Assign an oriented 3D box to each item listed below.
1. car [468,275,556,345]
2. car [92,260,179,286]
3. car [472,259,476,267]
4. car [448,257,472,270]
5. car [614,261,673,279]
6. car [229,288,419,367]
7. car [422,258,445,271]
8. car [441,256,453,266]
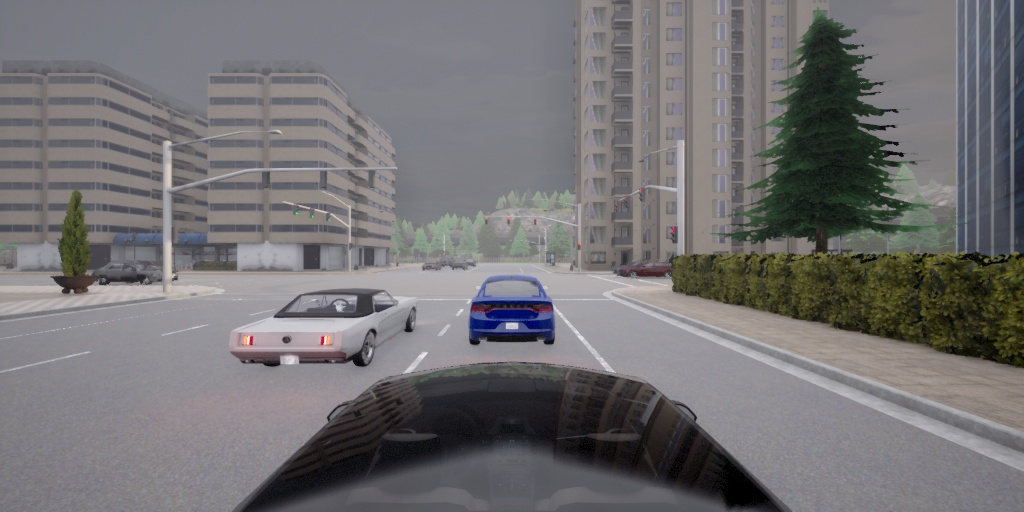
[{"bbox_3d":[-0.005,1.228,9.539,1.882,1.535,5.008,0,0,0],"label":"car"},{"bbox_3d":[-25.947,1.240,24.810,4.902,1.511,2.128,0,0,1],"label":"car"},{"bbox_3d":[-7.617,1.228,64.718,1.882,1.535,5.008,0,0,0],"label":"car"},{"bbox_3d":[-7.524,1.297,52.303,2.033,1.411,5.357,0,0,0],"label":"car"},{"bbox_3d":[12.047,1.228,31.886,5.008,1.535,1.882,0,0,-2],"label":"car"},{"bbox_3d":[-3.497,1.351,7.873,1.895,1.301,4.718,0,0,0],"label":"car"},{"bbox_3d":[-11.011,1.314,49.409,1.994,1.385,4.181,0,0,0],"label":"car"},{"bbox_3d":[-11.110,0.971,61.304,2.150,2.045,5.566,0,0,0],"label":"car"}]
